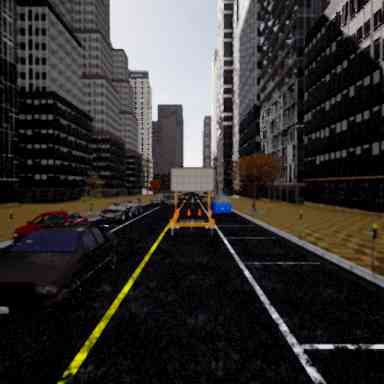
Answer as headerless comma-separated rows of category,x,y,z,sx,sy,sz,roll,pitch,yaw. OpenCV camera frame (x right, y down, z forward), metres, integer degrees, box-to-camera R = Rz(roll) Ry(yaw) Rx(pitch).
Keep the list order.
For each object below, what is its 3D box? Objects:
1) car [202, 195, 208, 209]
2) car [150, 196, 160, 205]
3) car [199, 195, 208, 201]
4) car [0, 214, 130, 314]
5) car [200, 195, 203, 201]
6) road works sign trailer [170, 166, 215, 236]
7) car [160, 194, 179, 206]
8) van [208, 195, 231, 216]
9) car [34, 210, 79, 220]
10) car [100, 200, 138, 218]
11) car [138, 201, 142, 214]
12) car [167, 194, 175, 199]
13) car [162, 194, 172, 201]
car,2.661,1.289,42.105,1.967,1.590,4.097,-1,0,0
car,-5.721,1.363,53.352,2.008,1.369,4.403,-1,0,0
car,2.652,1.315,75.855,1.947,1.339,4.313,-1,0,0
car,-3.105,1.515,8.043,2.033,1.411,5.357,0,0,0
car,2.655,1.305,64.776,1.752,1.417,4.829,-1,0,0
road works sign trailer,0.031,0.394,18.019,2.380,3.560,2.880,0,0,1
car,-3.091,1.177,49.197,2.097,1.767,4.553,0,0,0
van,2.663,1.226,30.855,1.690,1.788,3.998,-1,0,0
car,-5.707,1.489,13.977,1.887,1.381,4.507,-1,0,0
car,-5.711,1.455,25.228,2.008,1.369,4.403,-1,0,0
car,-5.713,1.435,30.852,2.008,1.369,4.403,-1,0,0
car,-5.735,1.251,92.727,1.887,1.381,4.507,-1,0,0
car,-5.731,1.189,75.852,1.967,1.590,4.097,-1,0,0
